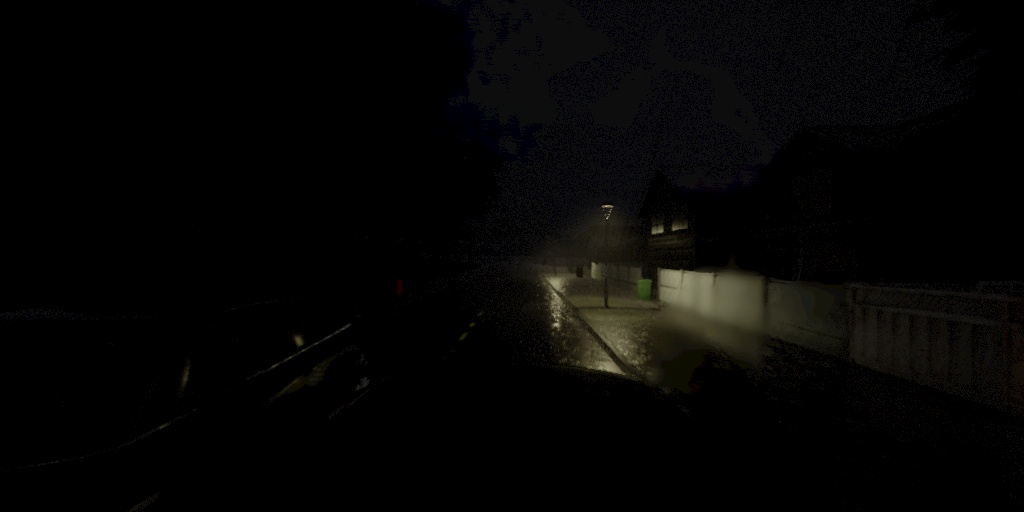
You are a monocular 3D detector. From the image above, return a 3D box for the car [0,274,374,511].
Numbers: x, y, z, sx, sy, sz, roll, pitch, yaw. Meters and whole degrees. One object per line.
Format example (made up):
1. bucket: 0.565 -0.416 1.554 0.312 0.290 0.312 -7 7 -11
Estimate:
1. car: -2.623 1.076 2.411 2.097 1.767 4.553 1 0 -3
